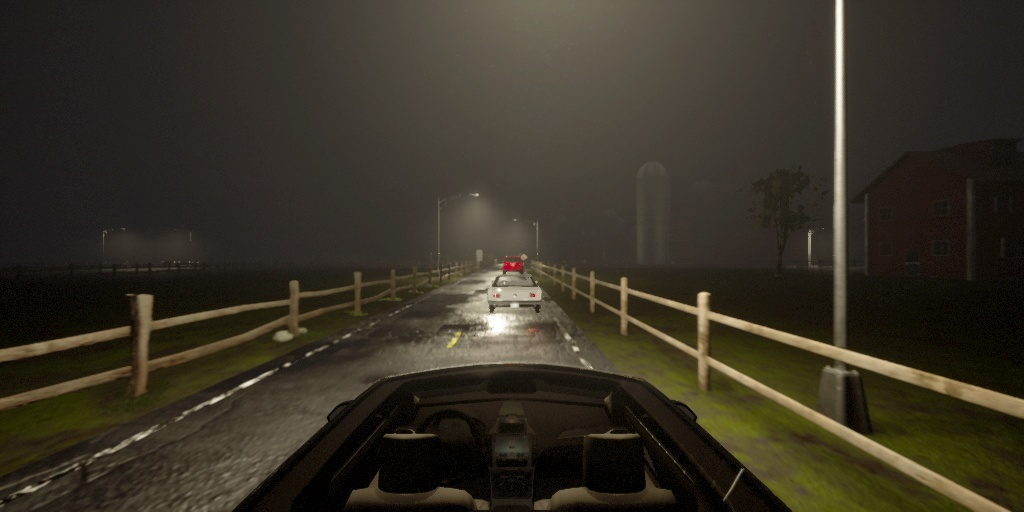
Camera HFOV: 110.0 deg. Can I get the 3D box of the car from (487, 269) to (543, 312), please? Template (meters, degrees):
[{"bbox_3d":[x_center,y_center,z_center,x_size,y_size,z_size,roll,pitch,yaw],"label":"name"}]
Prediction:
[{"bbox_3d":[0.099,1.359,14.214,1.895,1.301,4.718,0,0,0],"label":"car"}]

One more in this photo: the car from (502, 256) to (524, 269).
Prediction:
[{"bbox_3d":[0.111,1.031,38.103,2.150,2.045,5.566,0,0,0],"label":"car"}]
